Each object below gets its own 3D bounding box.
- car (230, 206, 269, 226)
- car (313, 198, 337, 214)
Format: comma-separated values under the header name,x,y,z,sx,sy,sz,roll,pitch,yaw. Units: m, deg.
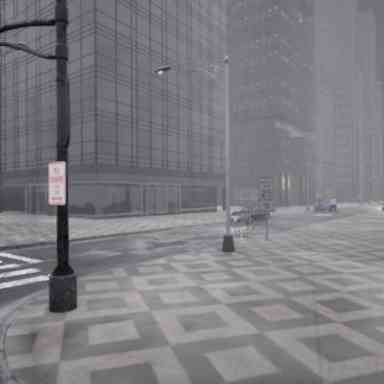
name,x,y,z,sx,sy,sz,roll,pitch,yaw
car,4.756,1.913,27.672,2.128,1.511,4.902,-1,-1,36
car,19.067,1.933,47.389,2.150,2.045,5.566,-1,-1,36
